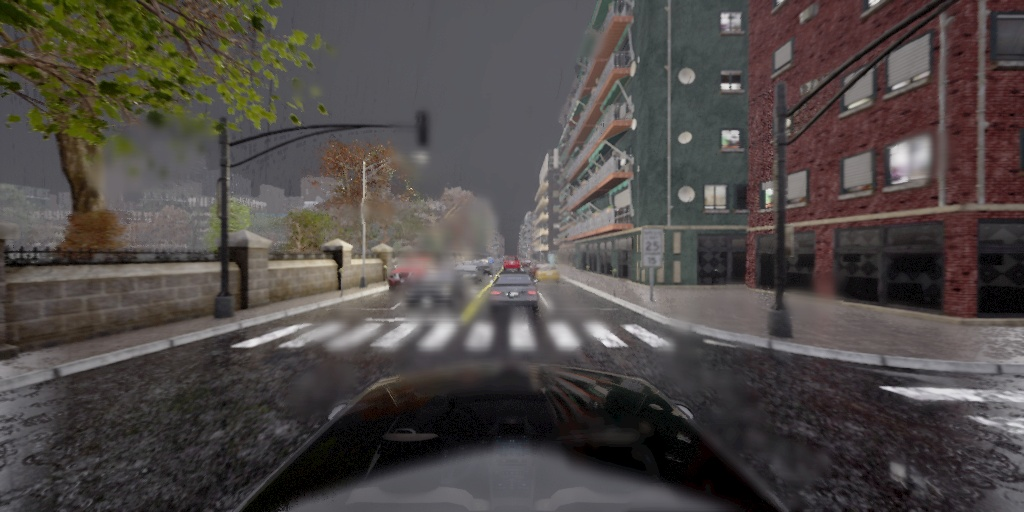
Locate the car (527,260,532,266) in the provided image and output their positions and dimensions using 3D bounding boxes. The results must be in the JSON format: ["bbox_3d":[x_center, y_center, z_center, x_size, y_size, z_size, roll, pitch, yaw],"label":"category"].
[{"bbox_3d":[2.682,1.300,32.514,1.888,1.381,4.507,0,0,0],"label":"car"}]

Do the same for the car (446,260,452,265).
[{"bbox_3d":[-5.698,1.194,32.511,1.967,1.591,4.097,0,0,0],"label":"car"}]

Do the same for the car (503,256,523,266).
[{"bbox_3d":[-0.011,0.982,46.373,2.150,2.045,5.566,0,0,0],"label":"car"}]

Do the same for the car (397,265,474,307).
[{"bbox_3d":[-3.096,1.297,15.759,2.033,1.411,5.357,0,0,0],"label":"car"}]

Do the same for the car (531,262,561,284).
[{"bbox_3d":[2.683,1.278,27.149,1.751,1.417,4.829,0,0,0],"label":"car"}]

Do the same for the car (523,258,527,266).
[{"bbox_3d":[2.675,1.314,60.190,1.888,1.381,4.507,0,0,0],"label":"car"}]

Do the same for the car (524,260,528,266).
[{"bbox_3d":[2.680,1.307,38.050,2.007,1.370,4.403,0,0,0],"label":"car"}]

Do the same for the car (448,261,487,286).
[{"bbox_3d":[-3.098,1.277,25.775,1.812,1.442,4.674,0,0,1],"label":"car"}]

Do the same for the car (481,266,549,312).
[{"bbox_3d":[0.096,1.297,14.271,2.033,1.411,5.357,0,0,0],"label":"car"}]

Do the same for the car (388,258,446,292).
[{"bbox_3d":[-5.695,1.065,21.441,2.192,1.841,5.009,0,0,0],"label":"car"}]

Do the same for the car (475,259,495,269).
[{"bbox_3d":[-3.078,1.304,38.563,2.033,1.411,5.357,0,0,1],"label":"car"}]
